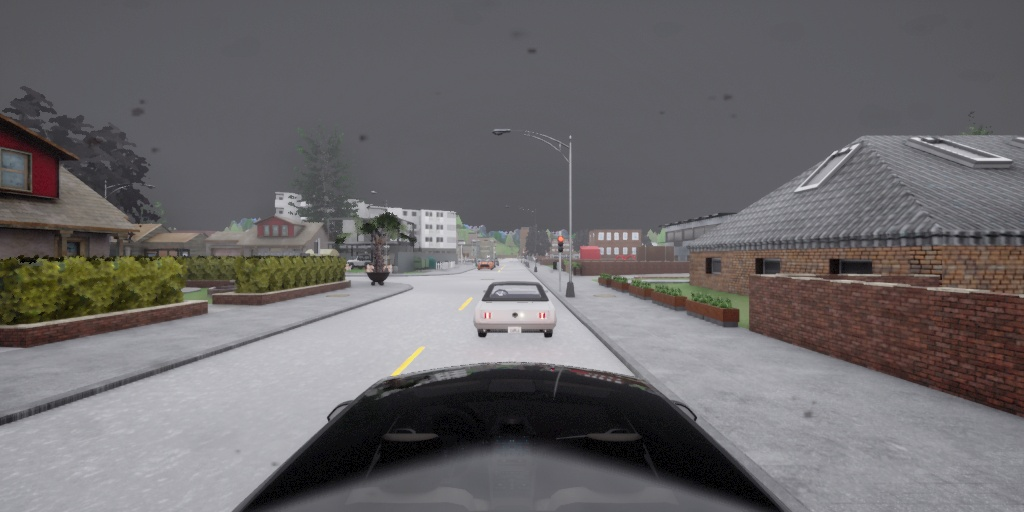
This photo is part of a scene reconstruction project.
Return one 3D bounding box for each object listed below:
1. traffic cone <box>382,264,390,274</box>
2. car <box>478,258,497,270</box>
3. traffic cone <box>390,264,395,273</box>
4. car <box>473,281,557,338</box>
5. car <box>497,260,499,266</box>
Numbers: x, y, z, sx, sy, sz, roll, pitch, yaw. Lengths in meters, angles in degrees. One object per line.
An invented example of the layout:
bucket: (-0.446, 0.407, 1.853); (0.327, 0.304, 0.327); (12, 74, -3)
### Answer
traffic cone: (-15.498, 1.561, 44.133); (0.344, 0.586, 0.344); (0, 0, 0)
car: (-3.792, 1.102, 52.281); (2.097, 1.767, 4.553); (0, 0, 0)
traffic cone: (-15.133, 1.558, 44.700); (0.344, 0.586, 0.344); (0, 0, 0)
car: (0.102, 1.351, 10.173); (1.895, 1.301, 4.718); (0, 0, 1)
car: (-3.715, 1.255, 61.662); (1.837, 1.490, 4.892); (0, 0, 1)
